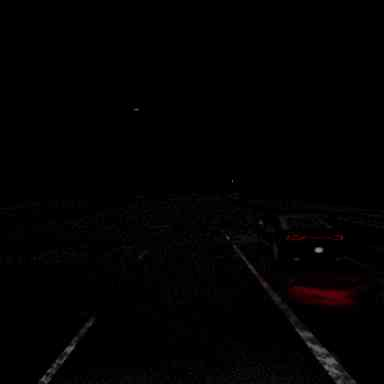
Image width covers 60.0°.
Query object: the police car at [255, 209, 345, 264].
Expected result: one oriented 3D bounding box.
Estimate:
[{"bbox_3d":[3.536,1.419,11.912,1.930,1.638,5.238,0,0,0],"label":"police car"}]
